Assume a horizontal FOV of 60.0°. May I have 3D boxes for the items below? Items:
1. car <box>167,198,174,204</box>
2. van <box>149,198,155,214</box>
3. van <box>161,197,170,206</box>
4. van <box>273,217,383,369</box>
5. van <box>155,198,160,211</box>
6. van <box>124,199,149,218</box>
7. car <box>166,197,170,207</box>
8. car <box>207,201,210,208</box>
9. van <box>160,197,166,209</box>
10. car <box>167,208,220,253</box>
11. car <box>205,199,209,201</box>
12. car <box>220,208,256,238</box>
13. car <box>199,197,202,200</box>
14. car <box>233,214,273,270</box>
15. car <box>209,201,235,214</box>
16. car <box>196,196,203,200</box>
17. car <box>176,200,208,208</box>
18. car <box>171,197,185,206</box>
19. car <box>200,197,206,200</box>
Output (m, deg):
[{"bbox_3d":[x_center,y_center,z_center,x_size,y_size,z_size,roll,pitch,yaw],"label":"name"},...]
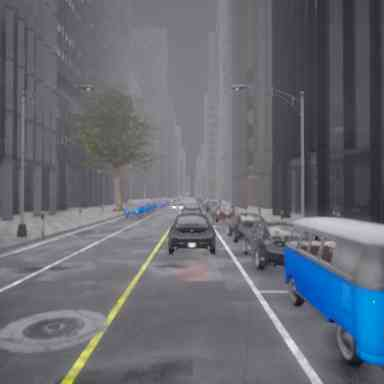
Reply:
[{"bbox_3d":[-5.747,2.451,89.726,1.752,1.417,4.829,0,-1,0],"label":"car"},{"bbox_3d":[-5.755,1.735,39.336,1.690,1.788,3.998,0,-1,0],"label":"van"},{"bbox_3d":[-5.749,2.086,73.045,1.690,1.788,3.998,0,-1,0],"label":"van"},{"bbox_3d":[2.765,1.398,5.630,1.690,1.788,3.998,0,-1,0],"label":"van"},{"bbox_3d":[-5.754,1.793,44.954,1.690,1.788,3.998,0,-1,0],"label":"van"},{"bbox_3d":[-5.756,1.678,33.718,1.690,1.788,3.998,0,-1,0],"label":"van"},{"bbox_3d":[-5.751,2.172,61.806,1.887,1.381,4.507,0,-1,0],"label":"car"},{"bbox_3d":[2.769,1.864,33.890,1.752,1.417,4.829,0,-1,0],"label":"car"},{"bbox_3d":[-5.752,1.909,56.190,1.690,1.788,3.998,0,-1,0],"label":"van"},{"bbox_3d":[0.005,1.650,14.300,1.837,1.490,4.892,0,0,0],"label":"car"},{"bbox_3d":[2.771,2.018,44.957,1.947,1.339,4.313,0,-1,0],"label":"car"},{"bbox_3d":[2.766,1.719,16.865,2.008,1.369,4.403,0,-1,0],"label":"car"},{"bbox_3d":[2.775,2.252,67.431,1.947,1.339,4.313,0,-1,0],"label":"car"},{"bbox_3d":[2.765,1.663,11.246,2.008,1.369,4.403,0,-1,0],"label":"car"},{"bbox_3d":[2.768,1.720,28.103,1.967,1.590,4.097,0,-1,0],"label":"car"},{"bbox_3d":[2.778,2.181,84.289,2.192,1.841,5.009,0,-1,0],"label":"car"},{"bbox_3d":[0.008,1.785,29.293,2.128,1.511,4.902,0,0,0],"label":"car"},{"bbox_3d":[-2.988,2.318,70.929,1.895,1.301,4.718,0,-1,0],"label":"car"},{"bbox_3d":[2.774,2.154,61.983,1.752,1.417,4.829,0,-1,0],"label":"car"}]
